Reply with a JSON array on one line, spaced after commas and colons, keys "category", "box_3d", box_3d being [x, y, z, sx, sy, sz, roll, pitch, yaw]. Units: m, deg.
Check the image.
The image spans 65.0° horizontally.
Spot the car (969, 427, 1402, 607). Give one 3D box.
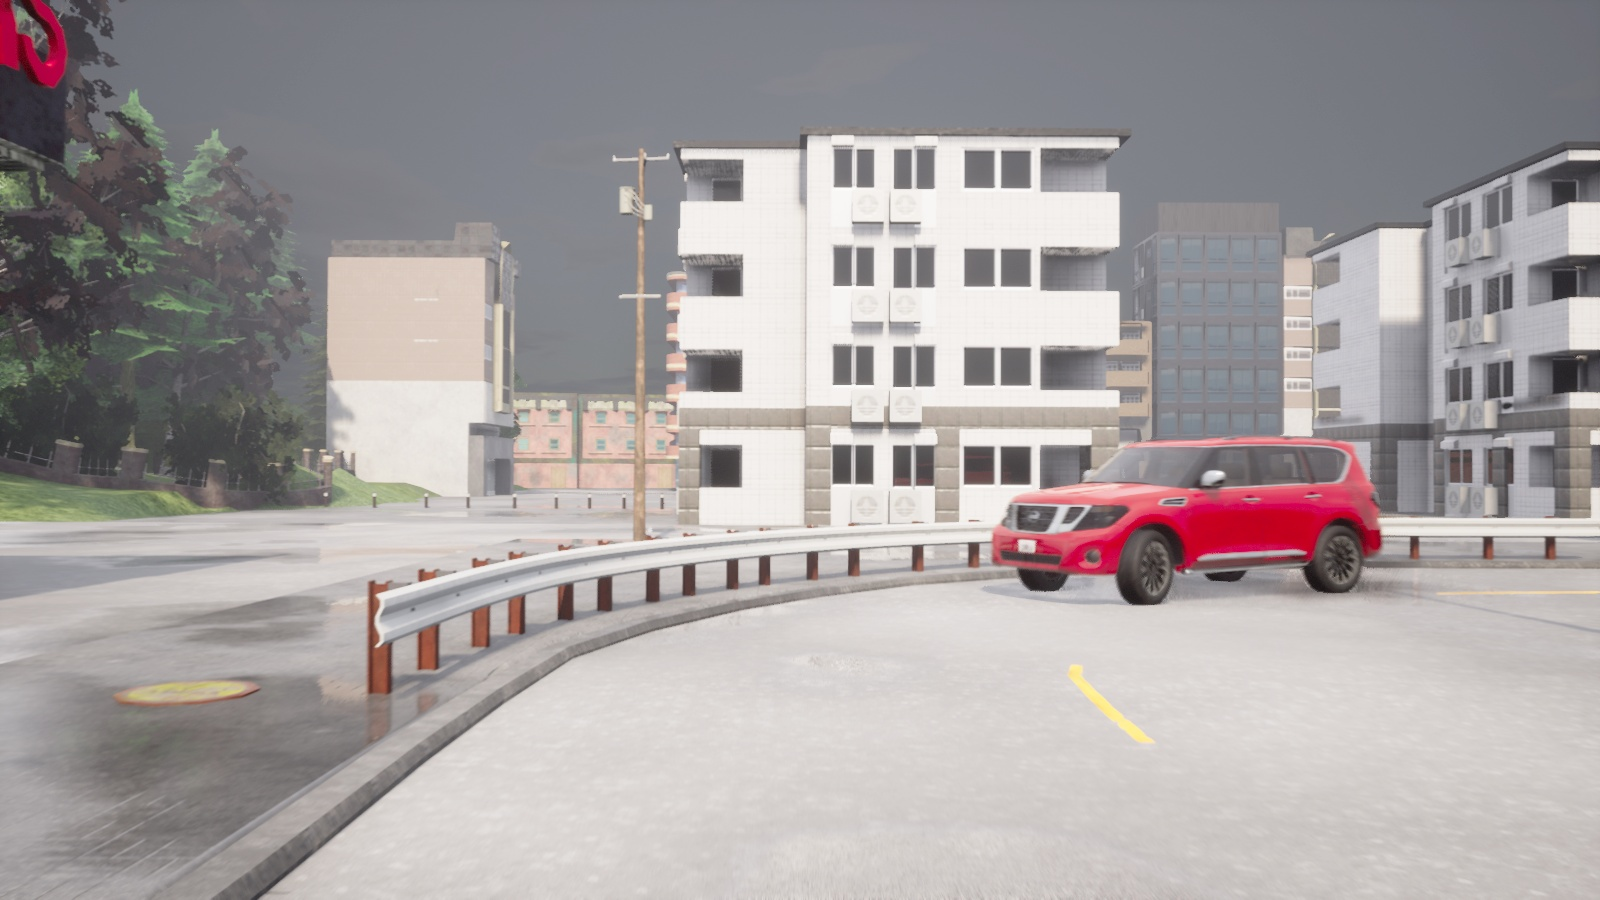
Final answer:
[{"category": "car", "box_3d": [5.130, 0.791, 16.500, 5.566, 2.045, 2.150, 0, -1, -29]}]
